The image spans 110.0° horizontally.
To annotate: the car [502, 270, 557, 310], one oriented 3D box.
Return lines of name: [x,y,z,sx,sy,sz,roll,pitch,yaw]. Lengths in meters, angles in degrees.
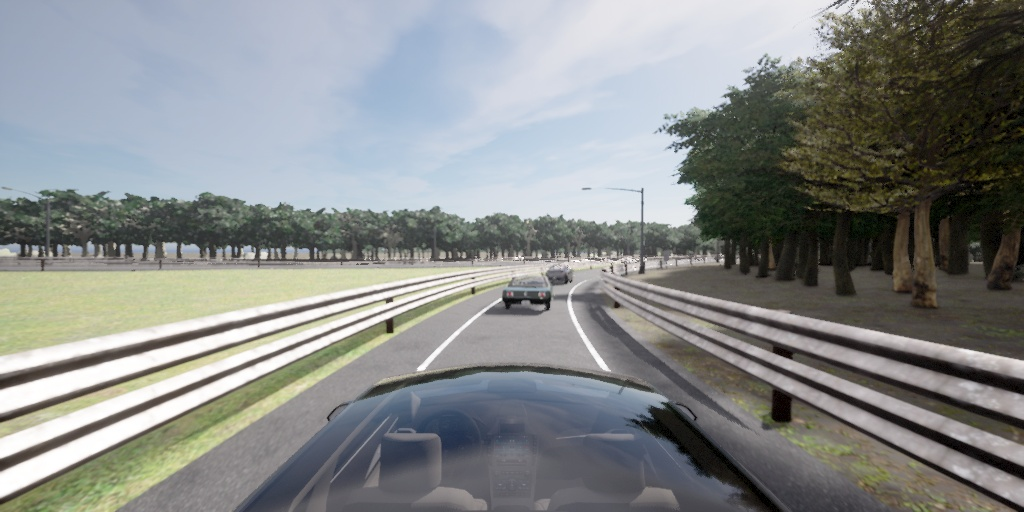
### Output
car: [0.834,1.484,15.632,1.895,1.301,4.718,0,0,8]

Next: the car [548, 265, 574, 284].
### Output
car: [4.046,1.529,30.197,2.128,1.511,4.902,0,0,17]
